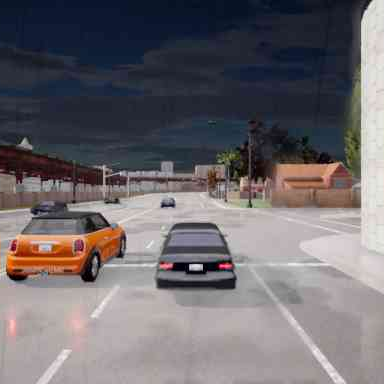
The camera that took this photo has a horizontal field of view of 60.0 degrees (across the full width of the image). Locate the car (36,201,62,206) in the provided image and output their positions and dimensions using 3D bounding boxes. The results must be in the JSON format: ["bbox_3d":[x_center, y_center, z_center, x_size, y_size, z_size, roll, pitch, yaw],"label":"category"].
[{"bbox_3d":[-14.163,1.560,33.364,2.033,1.411,5.357,0,0,0],"label":"car"}]

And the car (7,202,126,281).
[{"bbox_3d":[-3.425,1.356,10.020,2.097,1.767,4.553,0,0,2],"label":"car"}]

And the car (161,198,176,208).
[{"bbox_3d":[-3.493,1.580,49.603,1.994,1.385,4.181,0,0,0],"label":"car"}]

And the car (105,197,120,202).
[{"bbox_3d":[-14.184,1.586,59.216,1.994,1.385,4.181,0,0,0],"label":"car"}]

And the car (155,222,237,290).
[{"bbox_3d":[0.076,1.551,9.178,2.033,1.411,5.357,0,0,0],"label":"car"}]
